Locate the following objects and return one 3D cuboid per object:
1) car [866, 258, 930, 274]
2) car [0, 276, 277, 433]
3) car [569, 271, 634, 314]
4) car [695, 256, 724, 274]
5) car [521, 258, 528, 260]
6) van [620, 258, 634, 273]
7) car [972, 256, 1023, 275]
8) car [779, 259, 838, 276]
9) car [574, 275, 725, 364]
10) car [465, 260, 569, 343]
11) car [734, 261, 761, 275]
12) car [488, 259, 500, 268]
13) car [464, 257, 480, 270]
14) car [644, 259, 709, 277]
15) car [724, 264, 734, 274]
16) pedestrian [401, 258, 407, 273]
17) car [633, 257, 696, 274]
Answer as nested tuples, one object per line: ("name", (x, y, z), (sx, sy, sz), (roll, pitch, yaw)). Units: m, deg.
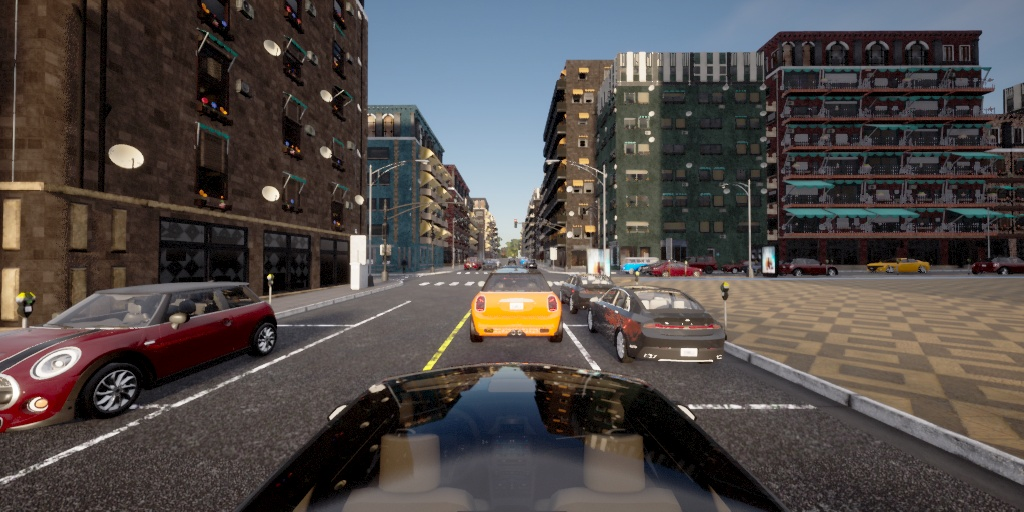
("car", (38.340, 0.957, 35.710), (5.008, 1.535, 1.882), (0, -1, 1))
("car", (-5.819, 1.191, 5.671), (1.967, 1.591, 4.097), (0, 0, 0))
("car", (2.821, 1.304, 13.476), (2.007, 1.370, 4.403), (0, 0, 0))
("car", (19.300, 0.977, 38.442), (5.009, 1.841, 2.192), (0, 0, 0))
("car", (2.694, 1.334, 51.669), (1.948, 1.339, 4.313), (0, 0, 0))
("van", (13.772, 1.046, 38.482), (3.998, 1.789, 1.690), (0, 0, 0))
("car", (41.346, 0.811, 29.902), (4.097, 1.591, 1.967), (0, 0, 0))
("car", (24.765, 0.935, 30.022), (4.097, 1.591, 1.967), (0, 0, 0))
("car", (2.821, 1.302, 7.906), (2.007, 1.370, 4.403), (0, 0, 0))
("car", (0.098, 1.104, 9.886), (2.097, 1.767, 4.553), (0, 0, 0))
("car", (25.726, 1.122, 35.813), (5.357, 1.411, 2.033), (0, -1, 1))
("car", (-3.077, 1.298, 60.957), (1.812, 1.442, 4.674), (0, 0, 0))
("car", (-5.687, 1.083, 51.710), (2.192, 1.841, 5.009), (0, 0, 0))
("car", (13.709, 1.162, 30.102), (4.207, 1.307, 1.802), (0, 0, 0))
("car", (24.827, 1.165, 38.402), (4.507, 1.381, 1.888), (0, 0, 0))
("pedestrian", (-12.527, 1.097, 41.635), (0.375, 1.860, 0.375), (0, 0, 0))
("car", (15.203, 1.147, 35.893), (4.902, 1.511, 2.128), (0, -1, 0))
